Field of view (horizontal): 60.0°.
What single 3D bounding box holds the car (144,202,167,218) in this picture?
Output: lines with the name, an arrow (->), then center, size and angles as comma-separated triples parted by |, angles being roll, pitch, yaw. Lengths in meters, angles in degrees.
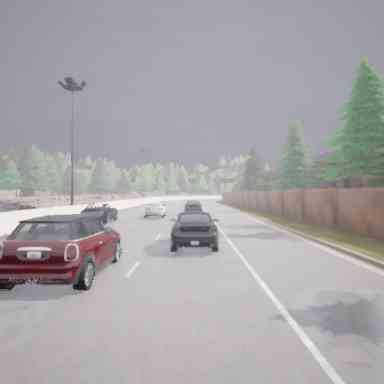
car -> -3.386, 1.650, 31.744 | 1.812, 1.442, 4.674 | 0, 0, 0

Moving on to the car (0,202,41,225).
car -> -14.063, 1.572, 26.077 | 2.128, 1.511, 4.902 | 0, 0, 0

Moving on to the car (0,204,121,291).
car -> -3.398, 1.383, 9.283 | 2.097, 1.767, 4.553 | 0, 0, 0

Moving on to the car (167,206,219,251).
car -> 0.103, 1.566, 14.299 | 1.837, 1.490, 4.892 | 0, 0, 0

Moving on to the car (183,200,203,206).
car -> 0.114, 1.653, 35.621 | 1.837, 1.490, 4.892 | 0, 0, 0
